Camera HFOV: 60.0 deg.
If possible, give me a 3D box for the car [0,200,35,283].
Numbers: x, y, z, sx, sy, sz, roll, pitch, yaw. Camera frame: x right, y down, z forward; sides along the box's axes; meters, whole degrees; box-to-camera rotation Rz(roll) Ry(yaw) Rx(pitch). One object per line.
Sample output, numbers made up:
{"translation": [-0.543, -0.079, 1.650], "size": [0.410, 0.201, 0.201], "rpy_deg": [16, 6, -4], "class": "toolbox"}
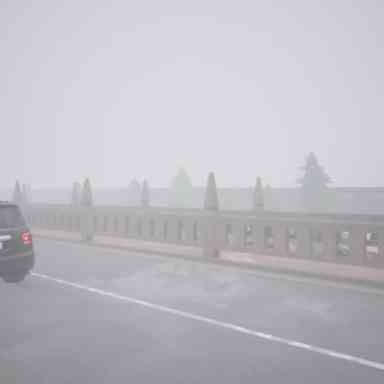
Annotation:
{"translation": [-6.249, 1.218, 8.450], "size": [5.566, 2.045, 2.150], "rpy_deg": [0, 0, 36], "class": "car"}
